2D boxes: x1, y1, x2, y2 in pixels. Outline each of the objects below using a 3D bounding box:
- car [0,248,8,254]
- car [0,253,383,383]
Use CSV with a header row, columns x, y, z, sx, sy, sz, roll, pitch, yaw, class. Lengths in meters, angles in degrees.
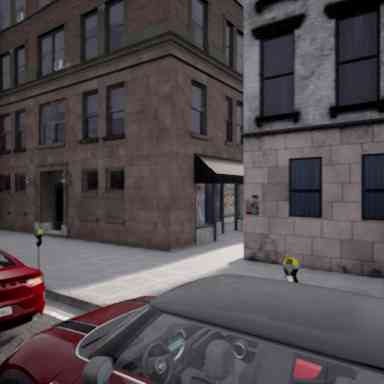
x,y,z,sx,sy,sz,roll,pitch,yaw,class
-4.454,1.542,5.938,4.507,1.381,1.887,0,0,35,car
0.193,1.440,2.668,4.097,1.590,1.967,0,0,35,car
